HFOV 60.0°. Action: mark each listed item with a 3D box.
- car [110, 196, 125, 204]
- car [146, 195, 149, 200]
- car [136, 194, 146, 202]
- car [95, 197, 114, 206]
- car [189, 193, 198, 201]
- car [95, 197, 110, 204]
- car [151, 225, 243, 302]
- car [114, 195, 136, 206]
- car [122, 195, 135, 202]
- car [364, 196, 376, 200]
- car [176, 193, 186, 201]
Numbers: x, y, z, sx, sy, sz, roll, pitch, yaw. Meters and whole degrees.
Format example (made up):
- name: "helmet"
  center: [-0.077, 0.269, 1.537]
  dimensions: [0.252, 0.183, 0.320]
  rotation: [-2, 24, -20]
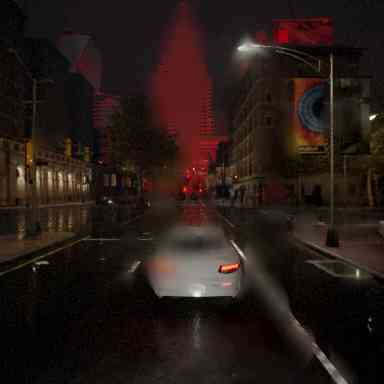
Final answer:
- name: "car"
  center: [-14.711, 1.505, 66.328]
  dimensions: [1.837, 1.490, 4.892]
  rotation: [0, 0, 1]
- name: "car"
  center: [-11.147, 1.355, 76.757]
  dimensions: [2.097, 1.767, 4.553]
  rotation: [0, 0, 0]
- name: "car"
  center: [-11.214, 1.547, 66.537]
  dimensions: [2.033, 1.411, 5.357]
  rotation: [0, 0, 1]
- name: "car"
  center: [-14.823, 1.547, 56.789]
  dimensions: [2.033, 1.411, 5.357]
  rotation: [0, 0, 0]
- name: "car"
  center: [0.398, 1.355, 86.481]
  dimensions: [2.097, 1.767, 4.553]
  rotation: [0, 0, 0]
- name: "car"
  center: [-17.943, 1.595, 66.873]
  dimensions: [1.895, 1.301, 4.718]
  rotation: [0, 0, 0]
- name: "car"
  center: [0.114, 1.526, 8.122]
  dimensions: [1.812, 1.442, 4.674]
  rotation: [0, 0, 1]
- name: "car"
  center: [-11.324, 1.478, 56.724]
  dimensions: [1.882, 1.535, 5.008]
  rotation: [0, 0, 0]
- name: "car"
  center: [-14.647, 1.478, 76.742]
  dimensions: [1.882, 1.535, 5.008]
  rotation: [0, 0, 0]
- name: "car"
  center: [34.758, 1.481, 68.023]
  dimensions: [2.231, 1.521, 4.892]
  rotation: [0, 0, 0]
- name: "car"
  center: [-3.108, 1.552, 85.212]
  dimensions: [1.994, 1.385, 4.181]
  rotation: [0, 0, 0]
